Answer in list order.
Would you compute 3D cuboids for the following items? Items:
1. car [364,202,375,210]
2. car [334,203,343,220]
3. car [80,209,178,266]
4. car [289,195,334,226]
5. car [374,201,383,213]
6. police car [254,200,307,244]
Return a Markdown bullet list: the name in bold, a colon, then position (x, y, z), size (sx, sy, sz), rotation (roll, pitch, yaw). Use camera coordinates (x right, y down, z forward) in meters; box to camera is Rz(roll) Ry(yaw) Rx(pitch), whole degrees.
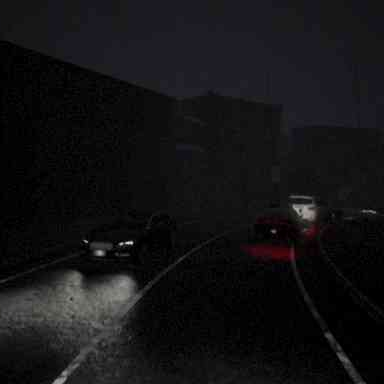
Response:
- **car**: position (25.745, 1.925, 45.645), size (4.181, 1.385, 1.994), rotation (2, 3, -26)
- **car**: position (11.883, 1.653, 29.115), size (1.837, 1.490, 4.892), rotation (4, 2, 39)
- **car**: position (-1.875, 1.375, 11.356), size (2.128, 1.511, 4.902), rotation (1, 1, 15)
- **car**: position (8.573, 1.289, 24.528), size (2.150, 2.045, 5.566), rotation (3, 1, 32)
- **car**: position (25.802, 2.046, 41.882), size (5.008, 1.535, 1.882), rotation (2, 3, -26)
- **police car**: position (4.309, 1.420, 16.176), size (1.930, 1.638, 5.238), rotation (2, 1, 21)
